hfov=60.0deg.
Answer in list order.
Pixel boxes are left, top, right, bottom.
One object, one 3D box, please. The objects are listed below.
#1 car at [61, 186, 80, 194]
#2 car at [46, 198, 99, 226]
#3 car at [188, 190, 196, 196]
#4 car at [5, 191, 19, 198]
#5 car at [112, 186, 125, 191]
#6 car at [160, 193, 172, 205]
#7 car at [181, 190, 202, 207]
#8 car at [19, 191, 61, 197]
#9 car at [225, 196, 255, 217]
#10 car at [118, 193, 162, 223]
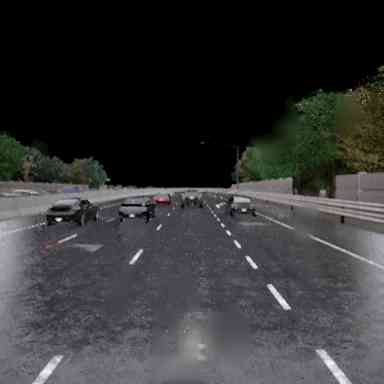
[{"bbox_3d":[-21.096,0.059,57.334,2.150,2.045,5.566,0,1,0],"label":"car"},{"bbox_3d":[-6.915,1.118,19.688,1.837,1.490,4.892,0,1,0],"label":"car"},{"bbox_3d":[-0.066,0.143,82.796,2.033,1.411,5.357,0,0,0],"label":"car"},{"bbox_3d":[-24.612,0.576,47.154,1.994,1.385,4.181,0,1,0],"label":"car"},{"bbox_3d":[-17.563,-0.326,79.489,2.150,2.045,5.566,0,0,0],"label":"car"},{"bbox_3d":[-3.430,0.746,39.038,1.994,1.385,4.181,0,1,0],"label":"car"},{"bbox_3d":[-0.027,0.616,35.462,2.097,1.767,4.553,0,1,0],"label":"car"},{"bbox_3d":[-17.619,0.677,38.862,2.128,1.511,4.902,0,1,0],"label":"car"},{"bbox_3d":[3.581,1.021,25.206,1.812,1.442,4.674,0,1,0],"label":"car"},{"bbox_3d":[-3.416,1.069,21.389,2.128,1.511,4.902,0,1,0],"label":"car"}]
